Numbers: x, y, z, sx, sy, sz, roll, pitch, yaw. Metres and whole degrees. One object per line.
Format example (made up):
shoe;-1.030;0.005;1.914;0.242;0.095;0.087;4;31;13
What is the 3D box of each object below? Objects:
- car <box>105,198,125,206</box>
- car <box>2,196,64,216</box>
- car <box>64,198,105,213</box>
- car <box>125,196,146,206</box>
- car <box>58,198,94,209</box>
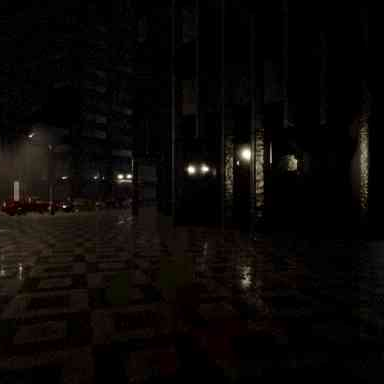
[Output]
car;-12.828;1.572;50.753;1.802;1.307;4.206;0;0;35
car;-15.460;1.322;31.967;2.192;1.841;5.009;0;0;35
car;-12.250;1.569;36.606;1.947;1.339;4.313;0;0;35
car;-9.619;1.427;55.390;1.967;1.590;4.097;0;0;35
car;-16.037;1.538;46.115;1.887;1.381;4.507;0;0;35
